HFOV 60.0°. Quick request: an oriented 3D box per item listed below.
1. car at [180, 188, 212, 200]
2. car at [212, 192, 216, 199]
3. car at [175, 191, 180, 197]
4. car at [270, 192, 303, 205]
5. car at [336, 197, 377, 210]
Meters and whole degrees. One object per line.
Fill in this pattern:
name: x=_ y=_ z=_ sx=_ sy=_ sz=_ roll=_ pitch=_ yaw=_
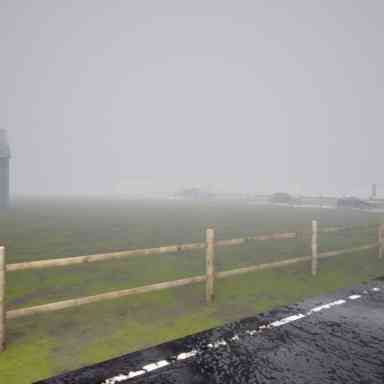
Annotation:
car: x=0.666 y=0.324 z=62.318 sx=2.150 sy=2.045 sz=5.566 roll=0 pitch=1 yaw=-35
car: x=2.793 y=0.597 z=65.485 sx=1.837 sy=1.490 sz=4.892 roll=0 pitch=1 yaw=-35
car: x=-1.772 y=0.362 z=71.827 sx=1.837 sy=1.490 sz=4.892 roll=0 pitch=1 yaw=-36
car: x=12.829 y=0.830 z=45.174 sx=2.097 sy=1.767 sz=4.553 roll=0 pitch=1 yaw=-35
car: x=18.400 y=1.216 z=37.358 sx=1.994 sy=1.385 sz=4.181 roll=0 pitch=1 yaw=-35
